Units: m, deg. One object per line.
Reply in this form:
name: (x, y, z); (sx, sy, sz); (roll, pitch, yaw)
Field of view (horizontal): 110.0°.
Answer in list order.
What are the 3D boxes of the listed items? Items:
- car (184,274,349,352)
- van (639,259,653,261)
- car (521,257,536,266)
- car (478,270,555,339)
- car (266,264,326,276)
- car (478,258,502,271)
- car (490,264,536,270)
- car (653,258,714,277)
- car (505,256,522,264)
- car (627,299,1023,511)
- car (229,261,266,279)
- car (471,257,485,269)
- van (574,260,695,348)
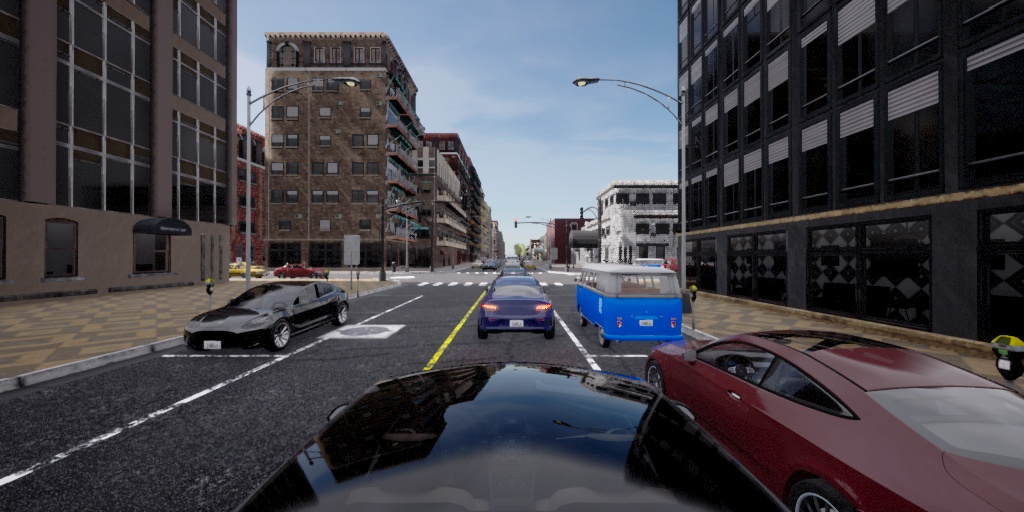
car: (-5.690, 1.317, 8.986); (1.948, 1.339, 4.313); (0, 0, 0)
van: (14.900, 1.175, 38.223); (3.998, 1.789, 1.690); (0, 0, 0)
car: (2.694, 1.311, 53.915); (1.751, 1.417, 4.829); (0, 0, 0)
car: (0.101, 1.277, 9.959); (1.812, 1.442, 4.674); (0, 0, 0)
car: (-17.465, 1.284, 29.768); (4.207, 1.307, 1.802); (0, 0, 0)
car: (-3.058, 1.329, 50.592); (2.033, 1.411, 5.357); (0, 0, 3)
car: (0.093, 1.318, 18.411); (1.994, 1.385, 4.181); (0, 0, 0)
car: (14.921, 1.108, 29.843); (5.009, 1.841, 2.192); (0, 0, 0)
car: (0.091, 1.013, 58.925); (2.150, 2.045, 5.566); (0, 0, 0)
car: (2.657, 1.332, 3.270); (1.802, 1.307, 4.207); (0, 0, 0)
car: (-22.958, 1.216, 29.755); (4.829, 1.417, 1.751); (0, 0, 0)
car: (-5.687, 1.318, 59.114); (1.751, 1.417, 4.829); (0, 0, 0)
van: (2.657, 1.092, 8.959); (1.690, 1.789, 3.998); (0, 0, 0)
